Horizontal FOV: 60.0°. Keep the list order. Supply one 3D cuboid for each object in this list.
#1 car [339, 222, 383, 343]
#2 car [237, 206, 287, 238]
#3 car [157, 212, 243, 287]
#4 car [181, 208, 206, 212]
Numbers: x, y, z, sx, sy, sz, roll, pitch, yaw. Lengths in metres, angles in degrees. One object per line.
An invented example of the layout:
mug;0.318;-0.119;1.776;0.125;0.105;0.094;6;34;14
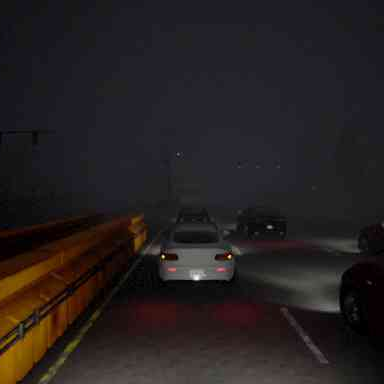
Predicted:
car;3.596;1.350;3.929;2.097;1.767;4.553;0;0;0
car;3.591;1.474;17.819;1.882;1.535;5.008;0;0;0
car;0.094;1.523;9.232;1.812;1.442;4.674;0;0;0
car;0.091;1.596;20.381;1.895;1.301;4.718;0;0;0
